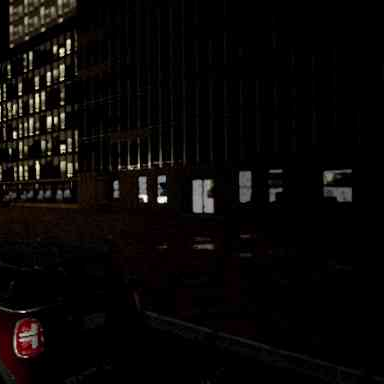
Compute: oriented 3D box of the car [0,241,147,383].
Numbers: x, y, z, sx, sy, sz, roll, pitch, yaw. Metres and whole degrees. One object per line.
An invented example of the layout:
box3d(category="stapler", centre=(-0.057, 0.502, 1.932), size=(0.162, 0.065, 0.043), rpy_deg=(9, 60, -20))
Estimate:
box3d(category="car", centre=(-2.647, 1.427, 4.760), size=(4.097, 1.590, 1.967), rpy_deg=(0, -1, 35))
